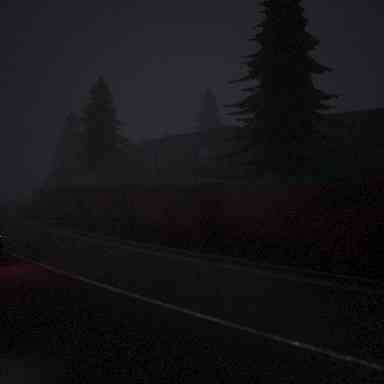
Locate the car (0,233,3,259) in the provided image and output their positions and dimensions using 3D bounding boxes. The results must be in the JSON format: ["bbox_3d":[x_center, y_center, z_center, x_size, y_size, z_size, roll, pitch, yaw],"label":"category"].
[{"bbox_3d":[-7.746,1.452,10.973,4.674,1.442,1.812,1,0,44],"label":"car"}]
